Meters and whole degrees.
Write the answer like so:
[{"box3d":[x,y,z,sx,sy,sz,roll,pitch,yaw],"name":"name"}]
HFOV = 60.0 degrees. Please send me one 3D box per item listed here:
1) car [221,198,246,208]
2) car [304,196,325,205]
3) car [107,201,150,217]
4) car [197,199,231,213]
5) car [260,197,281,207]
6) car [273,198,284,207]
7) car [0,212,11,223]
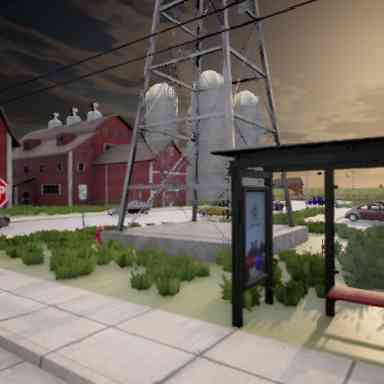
[{"box3d":[6.530,1.691,51.666,1.837,1.490,4.892,0,-1,35],"name":"car"},{"box3d":[23.544,1.609,62.777,4.611,1.667,2.242,-1,0,35],"name":"car"},{"box3d":[-6.247,1.672,33.213,2.128,1.511,4.902,-1,0,35],"name":"car"},{"box3d":[2.492,1.626,31.511,4.193,1.474,1.816,-1,0,35],"name":"car"},{"box3d":[13.034,1.663,54.923,1.837,1.490,4.892,-1,0,34],"name":"car"},{"box3d":[9.722,1.439,42.905,3.866,1.878,1.905,-1,0,35],"name":"car"},{"box3d":[-14.228,1.743,21.725,1.994,1.385,4.181,0,0,37],"name":"car"}]
